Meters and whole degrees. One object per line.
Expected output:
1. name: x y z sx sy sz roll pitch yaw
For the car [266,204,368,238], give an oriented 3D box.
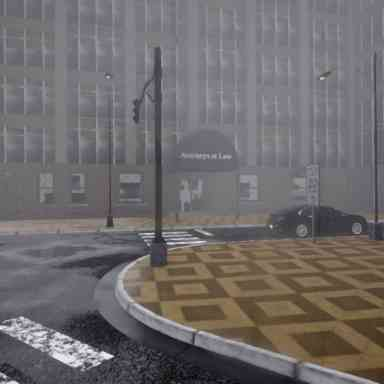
1. car: 6.012 1.321 15.951 4.892 1.490 1.837 0 0 -14
